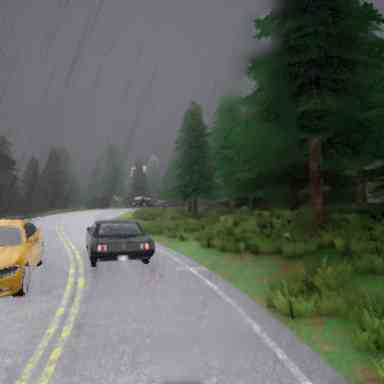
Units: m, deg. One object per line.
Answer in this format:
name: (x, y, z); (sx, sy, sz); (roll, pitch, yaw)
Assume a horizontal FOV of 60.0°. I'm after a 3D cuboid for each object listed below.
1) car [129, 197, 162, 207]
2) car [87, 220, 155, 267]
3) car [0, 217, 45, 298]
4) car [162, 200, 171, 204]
car: (-6.322, 1.343, 43.495); (1.882, 1.535, 5.008); (-3, -2, 21)
car: (-2.691, 1.620, 11.676); (1.895, 1.301, 4.718); (1, 0, -19)
car: (-4.951, 1.462, 8.435); (1.882, 1.535, 5.008); (1, 0, -18)
car: (-5.497, 1.848, 51.894); (2.033, 1.411, 5.357); (-4, -5, 36)
